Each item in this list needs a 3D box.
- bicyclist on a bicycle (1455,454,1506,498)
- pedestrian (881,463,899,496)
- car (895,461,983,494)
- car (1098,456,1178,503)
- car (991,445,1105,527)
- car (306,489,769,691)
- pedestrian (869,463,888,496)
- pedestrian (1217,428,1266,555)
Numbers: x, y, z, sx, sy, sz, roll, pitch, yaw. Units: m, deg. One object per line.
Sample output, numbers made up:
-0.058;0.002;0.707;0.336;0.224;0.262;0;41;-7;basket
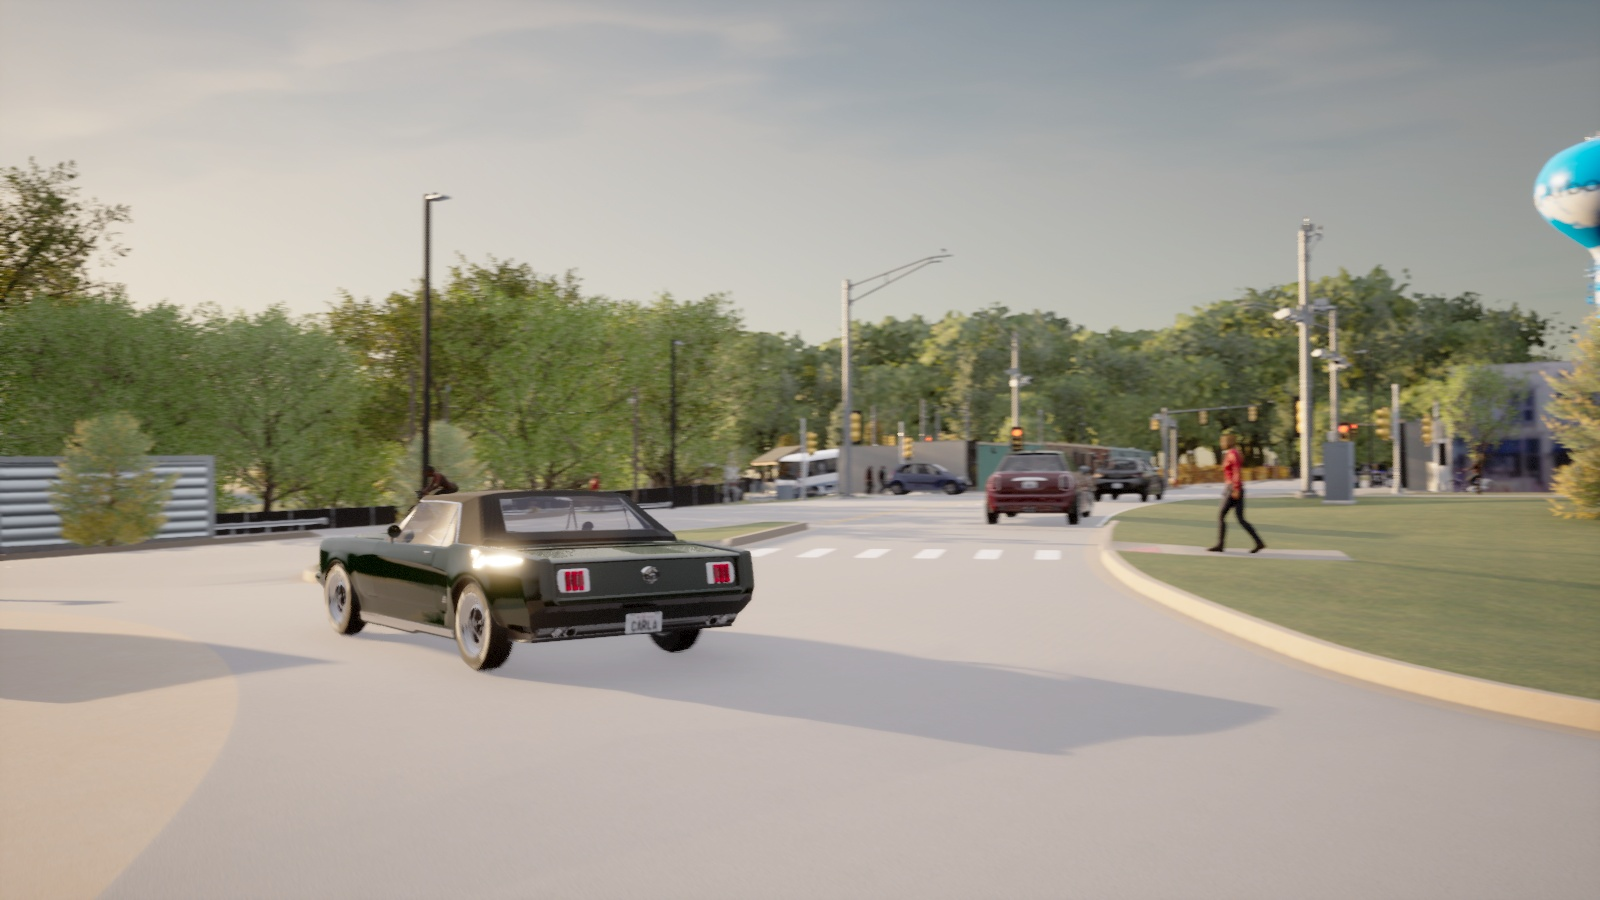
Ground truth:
28.327;1.084;52.267;1.843;1.776;0.659;-1;-2;30;bicyclist on a bicycle
5.260;1.736;73.279;0.849;1.883;0.563;-1;-2;31;pedestrian
6.830;1.368;61.612;3.988;1.617;1.851;-1;-2;20;car
11.370;0.985;42.085;1.816;1.474;4.193;-1;-1;26;car
5.978;0.790;29.827;2.097;1.767;4.553;-1;0;18;car
-2.434;0.983;10.559;1.895;1.301;4.718;1;-2;-38;car
4.530;1.709;72.312;0.899;1.844;0.634;-1;-2;38;pedestrian
6.544;0.612;18.618;0.636;1.846;0.331;-1;-2;25;pedestrian
